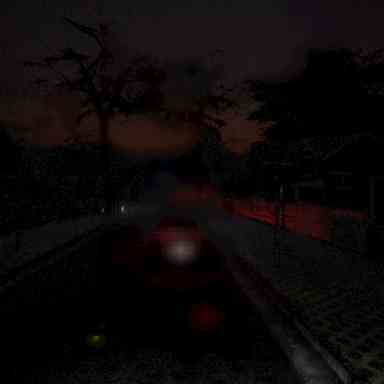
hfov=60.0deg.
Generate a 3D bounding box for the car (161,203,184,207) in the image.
[{"bbox_3d":[-1.625,1.616,28.170,1.812,1.442,4.674,0,0,-4],"label":"car"}]

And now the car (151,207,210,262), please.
[{"bbox_3d":[-0.459,1.516,12.227,2.128,1.511,4.902,0,0,-3],"label":"car"}]

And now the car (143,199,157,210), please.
[{"bbox_3d":[-6.078,1.738,48.415,2.128,1.511,4.902,0,-1,-4],"label":"car"}]
